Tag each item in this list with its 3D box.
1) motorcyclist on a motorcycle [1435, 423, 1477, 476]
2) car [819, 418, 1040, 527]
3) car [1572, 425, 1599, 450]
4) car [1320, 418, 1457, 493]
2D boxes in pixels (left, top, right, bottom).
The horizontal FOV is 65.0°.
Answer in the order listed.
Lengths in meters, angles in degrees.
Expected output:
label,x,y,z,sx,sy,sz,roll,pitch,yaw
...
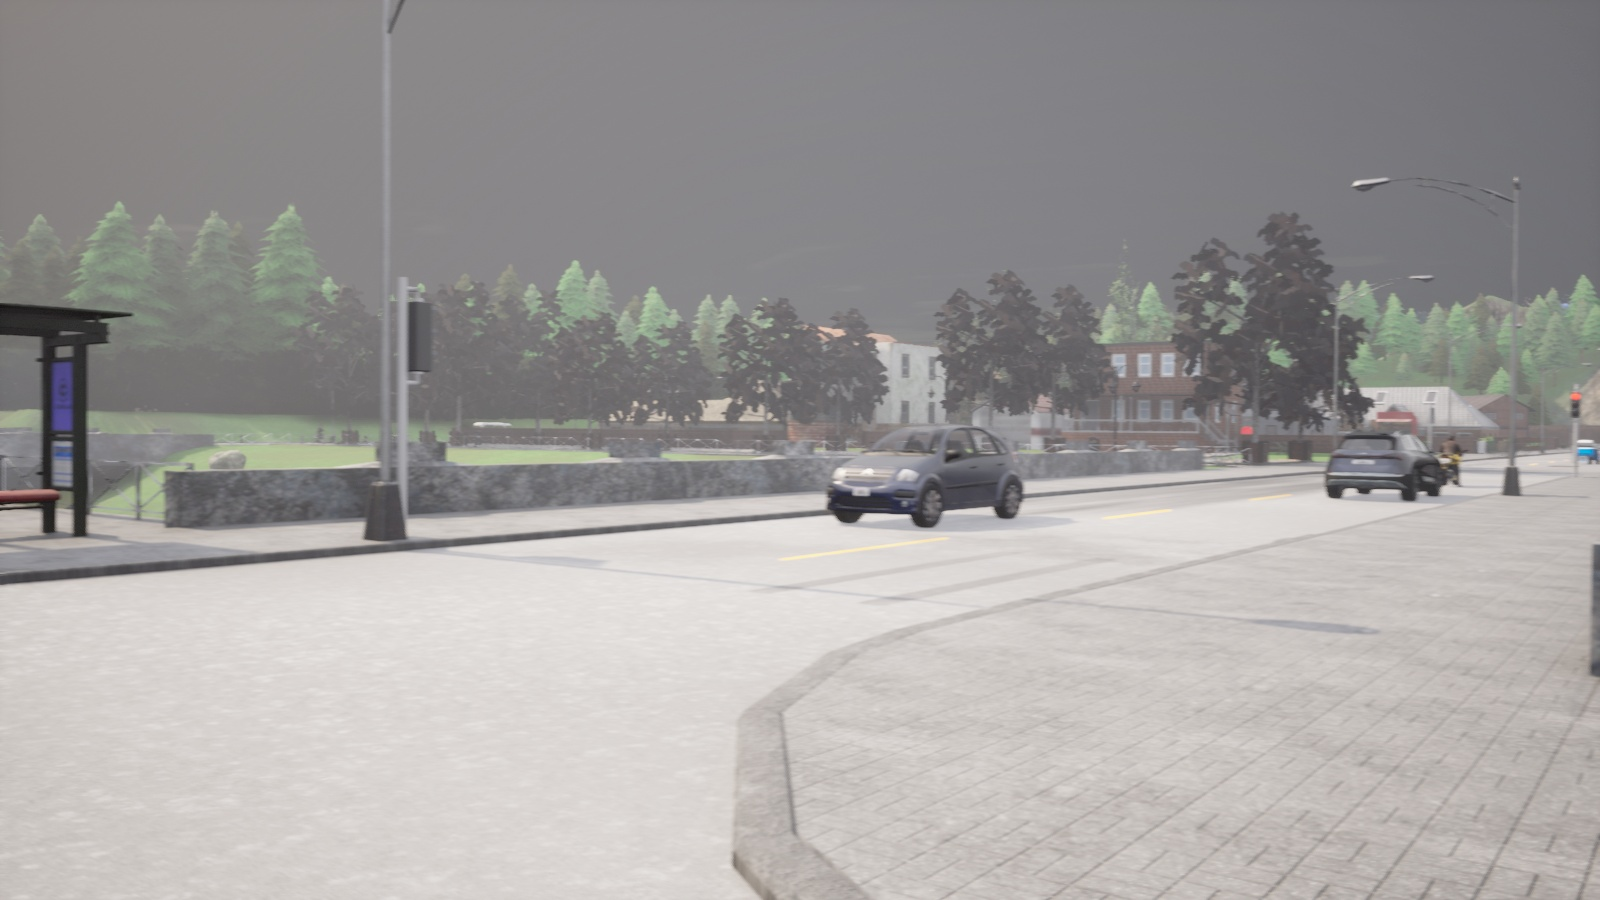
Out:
label,x,y,z,sx,sy,sz,roll,pitch,yaw
motorcyclist on a motorcycle,19.400,-0.031,37.120,0.797,1.523,2.044,0,1,37
car,2.238,0.295,20.790,1.851,1.617,3.988,0,1,37
car,44.555,-0.707,70.847,1.481,1.376,2.207,0,1,37
car,14.204,0.072,30.148,2.033,1.649,4.856,0,1,37
